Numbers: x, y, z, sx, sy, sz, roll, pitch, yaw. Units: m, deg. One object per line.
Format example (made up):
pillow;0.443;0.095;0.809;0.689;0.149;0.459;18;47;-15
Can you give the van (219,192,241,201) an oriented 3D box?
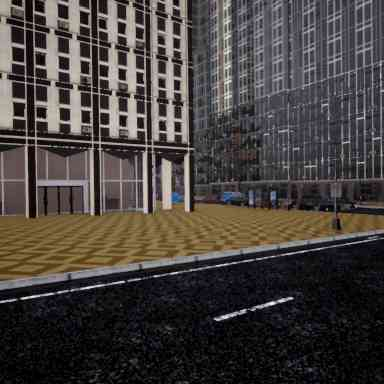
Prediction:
van;7.182;0.853;60.215;1.690;1.788;3.998;-1;1;-34

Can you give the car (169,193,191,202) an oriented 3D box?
car;-2.363;1.053;64.119;1.837;1.490;4.892;-1;1;-34

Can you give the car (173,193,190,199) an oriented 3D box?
car;-2.408;0.934;74.316;1.802;1.307;4.206;0;1;-34

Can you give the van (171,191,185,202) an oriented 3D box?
van;-2.943;0.936;60.203;1.690;1.788;3.998;0;1;-34

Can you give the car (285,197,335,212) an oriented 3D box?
car;12.935;1.422;36.637;1.947;1.339;4.313;-1;1;-34

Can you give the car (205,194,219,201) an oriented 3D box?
car;3.986;1.042;64.918;1.802;1.307;4.206;-1;1;-34

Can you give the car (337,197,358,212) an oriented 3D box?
car;15.945;1.316;37.034;2.128;1.511;4.902;-1;1;-34

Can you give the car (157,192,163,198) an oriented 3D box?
car;-5.606;0.614;79.012;2.192;1.841;5.009;0;1;-34

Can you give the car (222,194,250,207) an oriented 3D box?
car;6.603;1.318;46.079;1.947;1.339;4.313;-1;1;-34

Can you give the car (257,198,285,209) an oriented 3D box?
car;9.752;1.386;41.348;1.802;1.307;4.206;-1;1;-34
